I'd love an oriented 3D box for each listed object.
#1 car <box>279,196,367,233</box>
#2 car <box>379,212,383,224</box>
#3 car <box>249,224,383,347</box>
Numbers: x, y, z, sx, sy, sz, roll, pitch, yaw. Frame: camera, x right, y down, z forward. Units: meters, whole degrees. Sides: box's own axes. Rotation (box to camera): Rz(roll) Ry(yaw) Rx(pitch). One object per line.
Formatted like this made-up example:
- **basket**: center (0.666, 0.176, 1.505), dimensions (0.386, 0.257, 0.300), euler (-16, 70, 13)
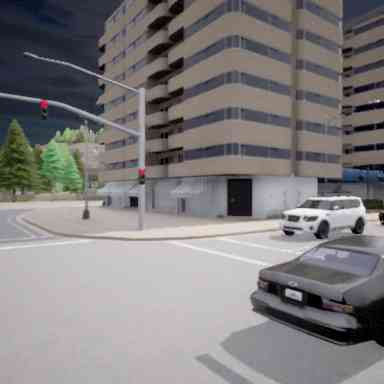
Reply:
- **car**: center (7.080, 1.260, 17.639), dimensions (5.566, 2.045, 2.150), euler (0, 0, -35)
- **car**: center (11.972, 1.599, 16.831), dimensions (5.357, 1.411, 2.033), euler (0, 0, -35)
- **car**: center (3.498, 1.558, 6.243), dimensions (5.357, 1.411, 2.033), euler (1, -1, -36)
